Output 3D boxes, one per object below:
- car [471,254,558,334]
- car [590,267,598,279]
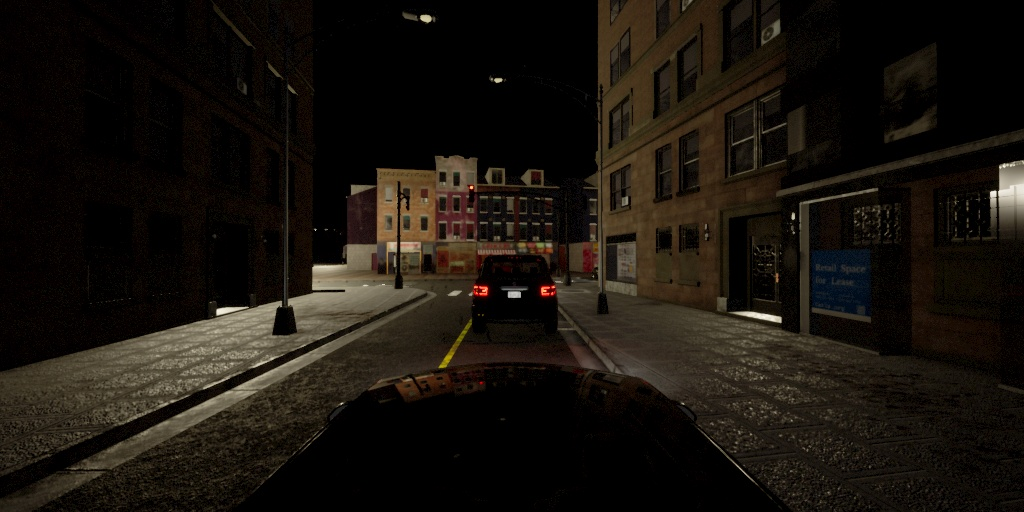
[{"bbox_3d":[0.095,0.973,10.829,2.150,2.045,5.566,0,0,1],"label":"car"},{"bbox_3d":[8.880,1.090,29.837,4.553,1.767,2.097,0,0,-10],"label":"car"}]
